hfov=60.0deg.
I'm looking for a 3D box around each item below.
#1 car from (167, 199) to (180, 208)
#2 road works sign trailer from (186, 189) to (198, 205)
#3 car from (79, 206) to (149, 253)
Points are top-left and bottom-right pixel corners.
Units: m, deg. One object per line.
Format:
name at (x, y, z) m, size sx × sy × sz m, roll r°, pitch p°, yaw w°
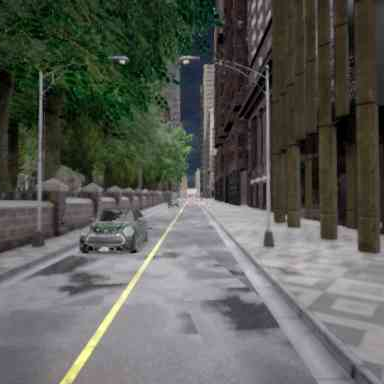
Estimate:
car at (-3.065, 1.912, 55.149) m, size 1.837 × 1.490 × 4.892 m, roll 0°, pitch 0°, yaw 0°
road works sign trailer at (-0.002, 0.995, 70.696) m, size 2.380 × 3.560 × 2.880 m, roll 0°, pitch 0°, yaw 0°
car at (-3.101, 1.452, 14.039) m, size 2.097 × 1.767 × 4.553 m, roll 0°, pitch 0°, yaw 0°
